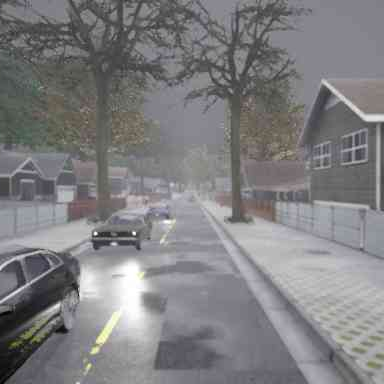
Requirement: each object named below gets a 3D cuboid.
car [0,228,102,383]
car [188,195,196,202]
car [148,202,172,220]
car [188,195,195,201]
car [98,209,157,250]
[{"bbox_3d":[-2.852,1.500,4.000,2.128,1.511,4.902,0,0,0],"label":"car"},{"bbox_3d":[-0.078,1.737,78.232,1.895,1.301,4.718,0,0,0],"label":"car"},{"bbox_3d":[-2.789,1.574,29.161,1.812,1.442,4.674,0,0,0],"label":"car"},{"bbox_3d":[-0.088,1.485,88.537,1.837,1.490,4.892,0,0,0],"label":"car"},{"bbox_3d":[-2.855,1.620,14.466,1.895,1.301,4.718,0,0,0],"label":"car"}]
